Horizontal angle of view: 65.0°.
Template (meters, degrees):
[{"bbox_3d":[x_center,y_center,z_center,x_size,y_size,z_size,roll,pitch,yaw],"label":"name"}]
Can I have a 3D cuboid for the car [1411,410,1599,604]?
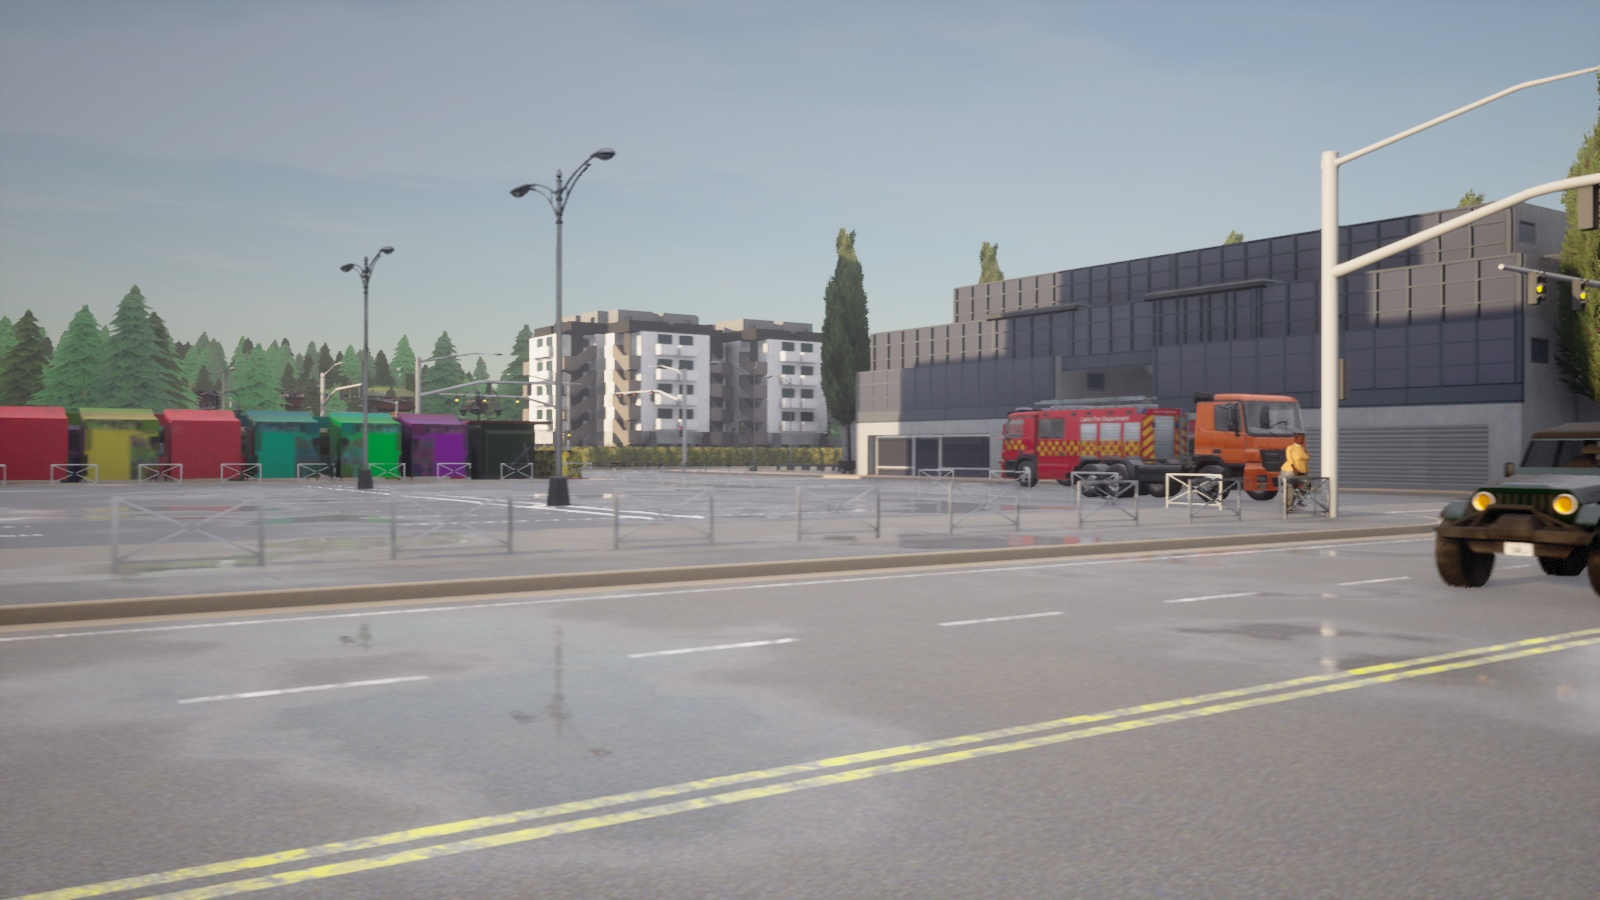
[{"bbox_3d":[8.828,0.557,14.072,3.866,1.878,1.905,0,0,-35],"label":"car"}]

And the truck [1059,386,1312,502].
[{"bbox_3d":[12.438,-0.162,41.361,2.891,3.462,7.936,0,0,-33],"label":"truck"}]

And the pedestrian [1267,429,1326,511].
[{"bbox_3d":[11.459,0.450,28.996,0.874,1.855,0.900,0,0,-23],"label":"pedestrian"}]

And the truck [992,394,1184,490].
[{"bbox_3d":[12.256,-0.312,54.406,2.891,3.827,8.468,0,0,-33],"label":"truck"}]
